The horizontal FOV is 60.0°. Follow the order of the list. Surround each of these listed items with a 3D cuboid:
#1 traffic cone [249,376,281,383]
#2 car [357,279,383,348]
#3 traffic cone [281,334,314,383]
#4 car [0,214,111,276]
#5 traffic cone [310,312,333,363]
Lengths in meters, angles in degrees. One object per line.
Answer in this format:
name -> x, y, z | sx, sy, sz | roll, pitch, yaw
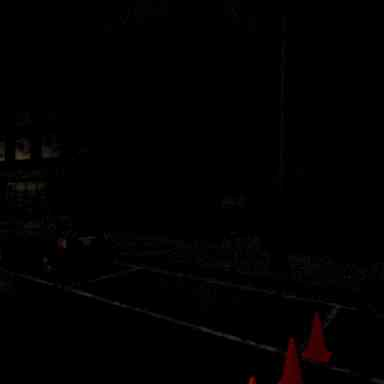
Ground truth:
traffic cone -> 0.546, 1.954, 2.976 | 0.340, 0.580, 0.340 | 0, 0, 36
car -> 4.427, 1.551, 3.895 | 4.507, 1.381, 1.887 | 0, 1, 36
traffic cone -> 1.134, 1.954, 3.784 | 0.340, 0.580, 0.340 | 0, 0, 36
car -> -4.476, 1.420, 10.373 | 4.097, 1.590, 1.967 | 0, 1, 36
traffic cone -> 1.722, 1.955, 4.593 | 0.340, 0.580, 0.340 | 0, 0, 36
